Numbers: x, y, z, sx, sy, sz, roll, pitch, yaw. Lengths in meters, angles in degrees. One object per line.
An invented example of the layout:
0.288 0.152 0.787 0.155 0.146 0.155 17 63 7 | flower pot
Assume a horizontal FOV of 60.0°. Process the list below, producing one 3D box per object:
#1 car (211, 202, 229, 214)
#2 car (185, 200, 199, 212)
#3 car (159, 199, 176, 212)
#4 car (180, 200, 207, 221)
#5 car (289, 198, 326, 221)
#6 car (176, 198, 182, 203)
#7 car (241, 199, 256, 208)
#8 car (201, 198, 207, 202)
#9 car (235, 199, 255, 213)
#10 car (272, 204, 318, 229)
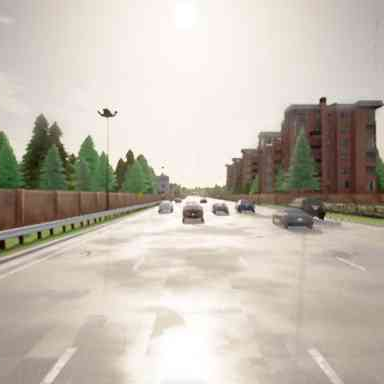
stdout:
3.489 1.975 41.568 2.033 1.411 5.357 0 -1 0 | car
-0.035 1.963 47.188 1.882 1.535 5.008 0 -1 0 | car
-3.514 1.998 45.983 1.812 1.442 4.674 0 -1 0 | car
0.080 1.794 30.803 1.882 1.535 5.008 0 -1 0 | car
10.580 1.543 31.194 2.150 2.045 5.566 0 0 0 | car
-3.911 2.528 95.084 1.994 1.385 4.181 0 -1 0 | car
10.306 2.103 60.932 1.882 1.535 5.008 0 -1 0 | car
3.121 2.402 90.109 1.882 1.535 5.008 0 -1 0 | car
6.984 1.809 44.523 2.097 1.767 4.553 0 -1 0 | car
7.088 1.809 23.826 1.994 1.385 4.181 0 -1 0 | car
